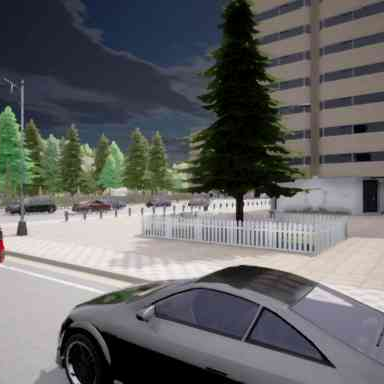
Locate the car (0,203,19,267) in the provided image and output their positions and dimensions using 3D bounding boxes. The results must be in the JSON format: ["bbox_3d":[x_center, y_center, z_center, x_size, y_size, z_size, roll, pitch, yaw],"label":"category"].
[{"bbox_3d":[-7.317,1.217,9.157,5.566,2.045,2.150,0,0,36],"label":"car"}]

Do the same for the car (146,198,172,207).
[{"bbox_3d":[-4.923,1.552,49.362,1.994,1.385,4.181,0,0,36],"label":"car"}]

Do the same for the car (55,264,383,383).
[{"bbox_3d":[0.373,1.563,3.726,4.181,1.385,1.994,0,0,35],"label":"car"}]

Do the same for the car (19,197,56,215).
[{"bbox_3d":[-16.187,1.340,33.554,2.097,1.767,4.553,0,0,35],"label":"car"}]

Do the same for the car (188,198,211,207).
[{"bbox_3d":[1.262,1.553,51.697,1.994,1.385,4.181,0,0,35],"label":"car"}]

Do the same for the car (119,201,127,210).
[{"bbox_3d":[-10.612,1.536,41.391,2.033,1.411,5.357,0,0,35],"label":"car"}]

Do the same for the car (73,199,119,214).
[{"bbox_3d":[-10.386,1.515,35.352,1.812,1.442,4.674,0,0,35],"label":"car"}]
